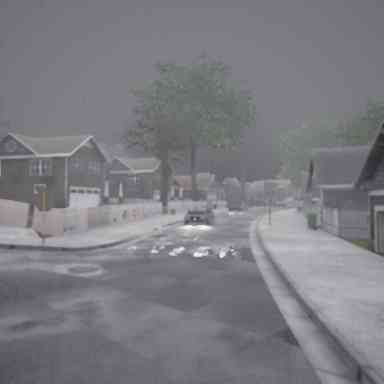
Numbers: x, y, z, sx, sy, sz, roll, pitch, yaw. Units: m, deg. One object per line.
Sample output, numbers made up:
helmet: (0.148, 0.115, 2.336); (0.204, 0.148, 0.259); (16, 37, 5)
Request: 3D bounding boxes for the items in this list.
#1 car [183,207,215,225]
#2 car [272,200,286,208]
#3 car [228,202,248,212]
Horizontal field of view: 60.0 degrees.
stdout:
car: (0.655, 1.868, 26.726); (1.994, 1.385, 4.181); (-1, -1, 13)
car: (18.773, 2.552, 71.592); (1.882, 1.535, 5.008); (-1, -2, 31)
car: (6.594, 2.083, 46.879); (2.033, 1.411, 5.357); (-1, -1, 21)
